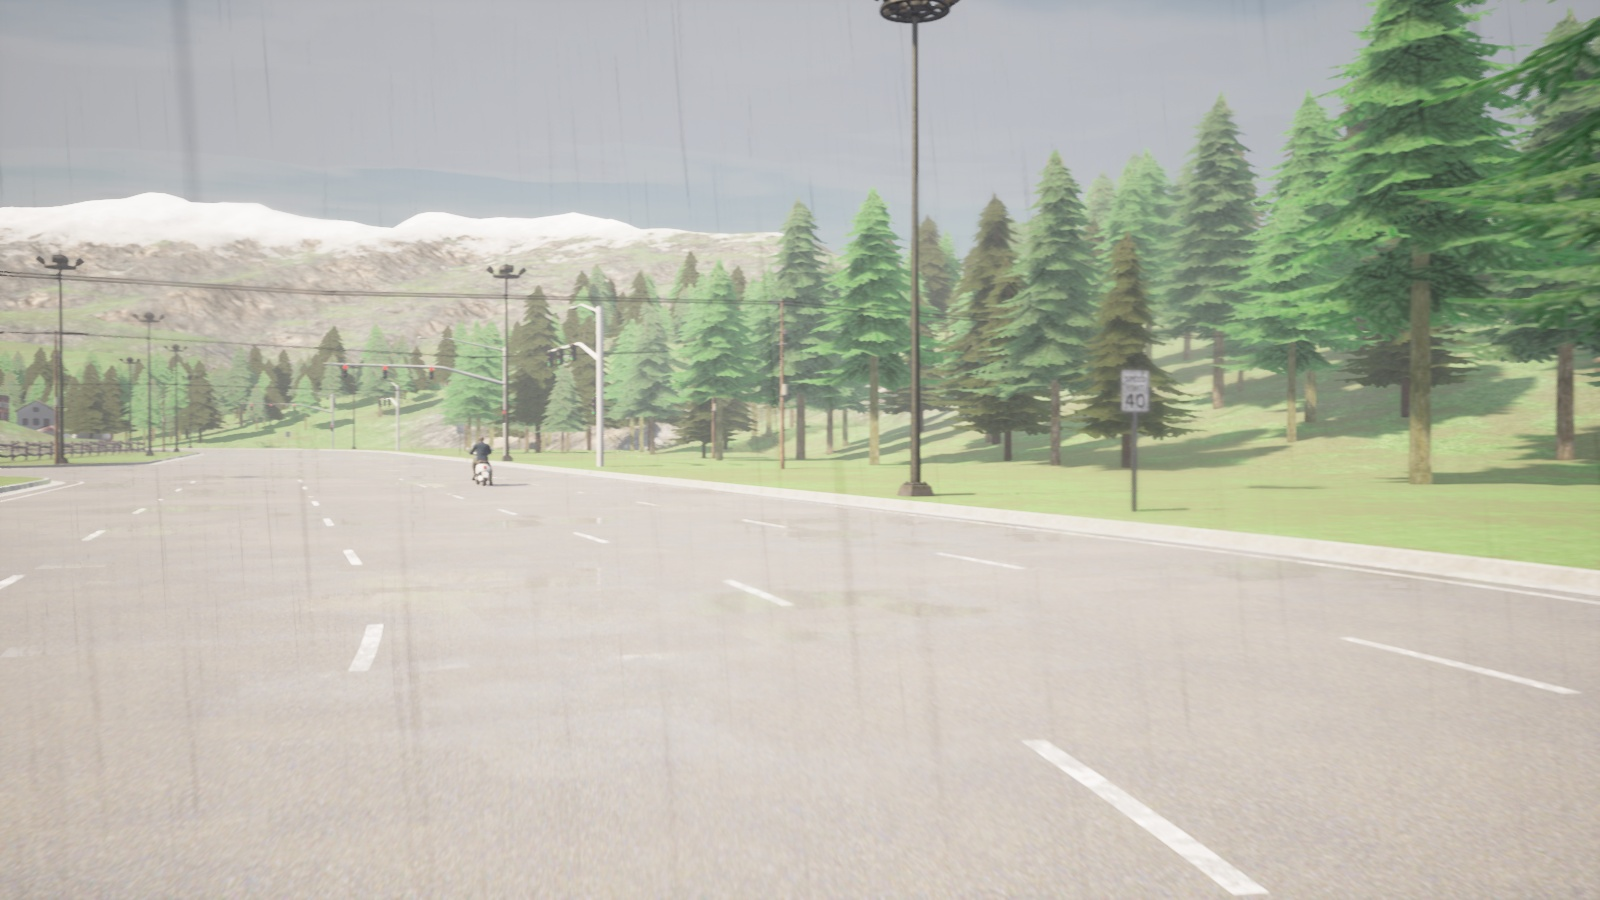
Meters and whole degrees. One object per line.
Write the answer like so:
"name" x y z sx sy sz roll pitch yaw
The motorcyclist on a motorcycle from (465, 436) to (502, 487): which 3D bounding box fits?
"motorcyclist on a motorcycle" -10.136 0.339 40.189 0.866 1.590 1.817 0 1 -23
